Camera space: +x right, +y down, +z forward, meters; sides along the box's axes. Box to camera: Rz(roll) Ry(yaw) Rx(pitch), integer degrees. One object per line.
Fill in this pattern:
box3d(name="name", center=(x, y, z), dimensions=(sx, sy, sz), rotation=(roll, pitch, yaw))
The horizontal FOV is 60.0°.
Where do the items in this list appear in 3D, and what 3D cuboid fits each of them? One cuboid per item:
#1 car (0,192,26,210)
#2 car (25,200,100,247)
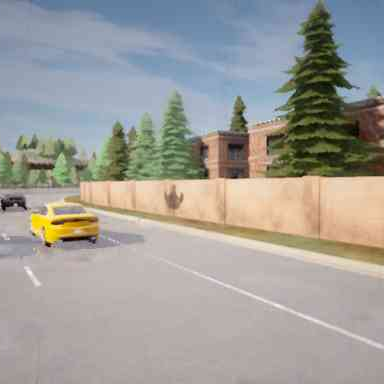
box3d(name="car", center=(-16.465, 0.817, 30.740), dimensions=(1.837, 1.490, 4.892), rotation=(-1, 1, -31))
box3d(name="car", center=(-5.343, 1.173, 13.647), dimensions=(1.882, 1.535, 5.008), rotation=(-1, 1, -34))
